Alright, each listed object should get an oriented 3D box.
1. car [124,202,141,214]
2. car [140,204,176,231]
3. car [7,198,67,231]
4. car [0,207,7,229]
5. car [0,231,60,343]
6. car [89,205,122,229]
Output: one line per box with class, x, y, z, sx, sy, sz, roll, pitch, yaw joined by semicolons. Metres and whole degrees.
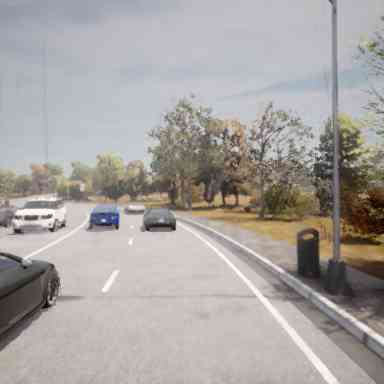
car;-6.949;1.874;39.662;1.895;1.301;4.718;0;0;-19
car;-2.210;1.712;22.061;1.994;1.385;4.181;0;0;-10
car;-9.229;1.380;20.676;2.150;2.045;5.566;0;0;-11
car;-13.315;1.747;22.993;1.994;1.385;4.181;0;0;-13
car;-3.700;1.612;5.345;1.994;1.385;4.181;0;0;-3
car;-5.941;1.641;22.961;1.882;1.535;5.008;0;0;-11
